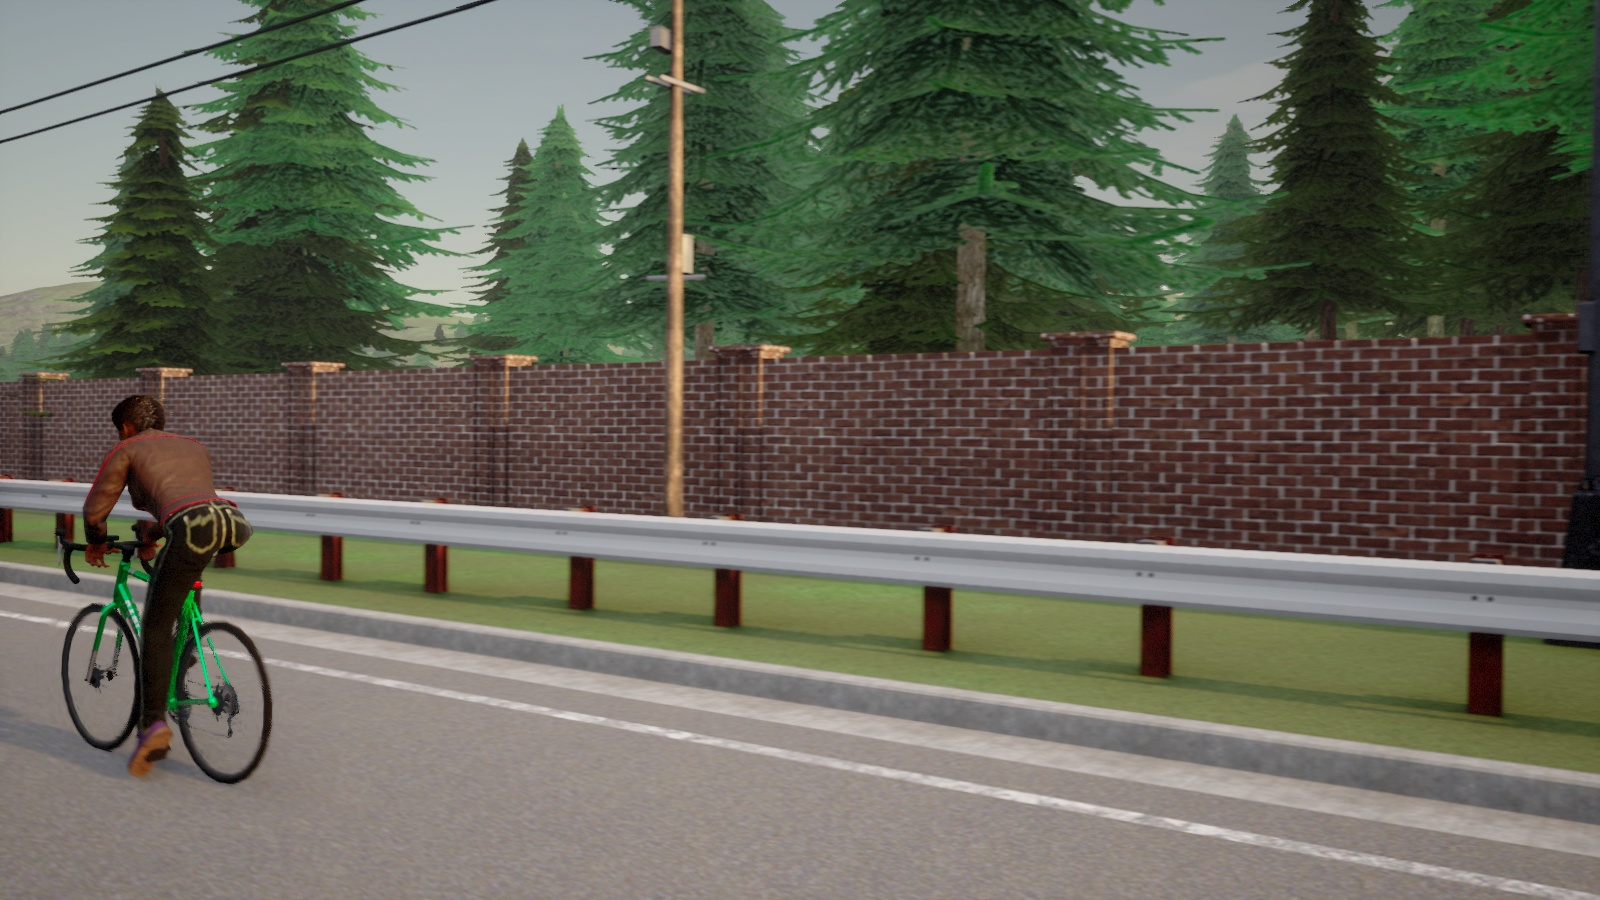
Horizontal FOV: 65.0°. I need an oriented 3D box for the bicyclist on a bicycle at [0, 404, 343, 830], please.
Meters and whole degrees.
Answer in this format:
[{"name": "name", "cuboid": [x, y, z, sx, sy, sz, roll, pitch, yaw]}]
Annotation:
[{"name": "bicyclist on a bicycle", "cuboid": [-2.779, 0.635, 5.468, 1.656, 1.620, 0.582, 0, 1, 34]}]
